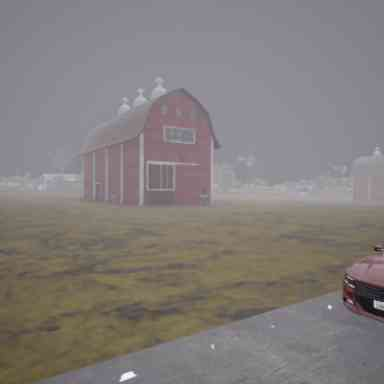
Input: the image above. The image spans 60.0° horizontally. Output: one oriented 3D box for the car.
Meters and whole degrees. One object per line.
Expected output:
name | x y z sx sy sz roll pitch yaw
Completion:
car | 4.983 1.511 6.598 5.008 1.535 1.882 0 0 -35
